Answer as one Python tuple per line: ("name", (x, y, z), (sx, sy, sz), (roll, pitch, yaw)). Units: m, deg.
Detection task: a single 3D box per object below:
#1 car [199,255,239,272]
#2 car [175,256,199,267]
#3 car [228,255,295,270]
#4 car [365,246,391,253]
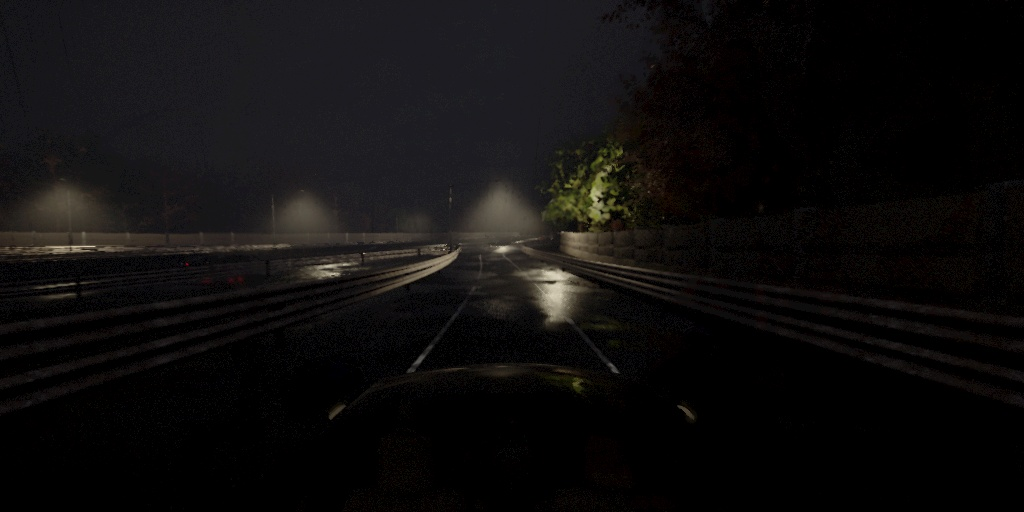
("car", (-25.848, 0.629, 33.835), (1.837, 1.490, 4.892), (1, 4, 20))
("car", (-29.162, 0.614, 34.970), (2.033, 1.411, 5.357), (1, 4, 20))
("car", (-22.520, 0.775, 32.761), (1.895, 1.301, 4.718), (1, 4, 20))
("car", (-21.124, -0.898, 56.738), (1.994, 1.385, 4.181), (1, 4, 20))
